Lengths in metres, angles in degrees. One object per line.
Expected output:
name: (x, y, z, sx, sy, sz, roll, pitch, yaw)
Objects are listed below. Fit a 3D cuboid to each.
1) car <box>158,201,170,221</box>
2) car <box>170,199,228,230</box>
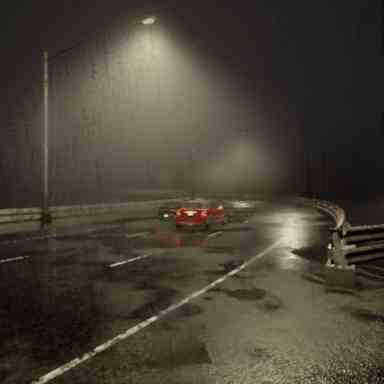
car: (-0.987, 1.416, 26.022, 1.837, 1.490, 4.892, 0, 0, 20)
car: (0.754, 1.283, 20.881, 2.097, 1.767, 4.553, 0, 0, 23)
